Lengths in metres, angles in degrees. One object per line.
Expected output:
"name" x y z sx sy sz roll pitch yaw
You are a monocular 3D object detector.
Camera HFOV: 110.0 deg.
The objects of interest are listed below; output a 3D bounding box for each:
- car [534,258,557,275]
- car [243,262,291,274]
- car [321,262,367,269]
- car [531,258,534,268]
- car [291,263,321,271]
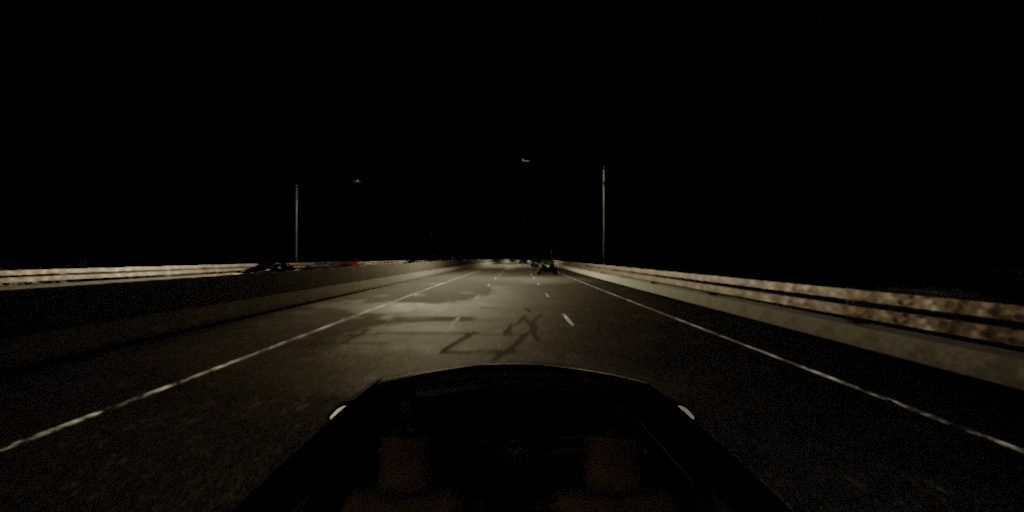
"car" 3.909 1.162 40.815 2.097 1.767 4.553 0 0 1
"car" -20.853 1.256 30.968 1.837 1.490 4.892 0 0 1
"car" -13.857 1.239 30.777 1.882 1.535 5.008 0 0 1
"car" 4.183 1.335 51.764 2.128 1.511 4.902 0 0 2
"car" -17.327 1.323 32.244 1.994 1.385 4.181 0 0 1
